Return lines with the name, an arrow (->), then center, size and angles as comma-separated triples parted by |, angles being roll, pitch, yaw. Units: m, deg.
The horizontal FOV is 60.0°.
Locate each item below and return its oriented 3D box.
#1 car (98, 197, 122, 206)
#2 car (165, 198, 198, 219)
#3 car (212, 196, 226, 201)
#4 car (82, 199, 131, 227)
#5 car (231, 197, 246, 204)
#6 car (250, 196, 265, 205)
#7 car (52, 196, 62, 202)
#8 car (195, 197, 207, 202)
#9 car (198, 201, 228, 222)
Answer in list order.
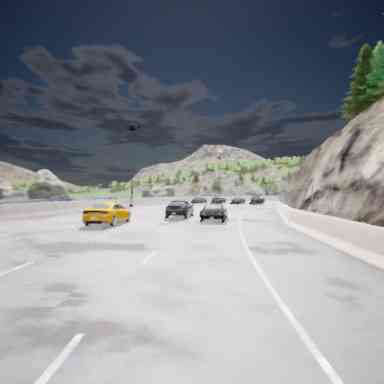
car -> -13.249, 1.465, 53.878 | 1.994, 1.385, 4.181 | 1, 0, 17
car -> -1.024, 1.498, 29.165 | 1.837, 1.490, 4.892 | 0, 0, 10
car -> 5.238, 1.546, 64.162 | 2.128, 1.511, 4.902 | 0, 0, 22
car -> -5.591, 1.429, 22.461 | 1.882, 1.535, 5.008 | 0, 0, 8
car -> 8.993, 1.653, 64.033 | 1.994, 1.385, 4.181 | 0, 0, 23
car -> 12.577, 1.474, 63.549 | 2.097, 1.767, 4.553 | 1, 0, 23
car -> -18.850, 1.185, 46.681 | 2.097, 1.767, 4.553 | 1, 0, 15
car -> 1.501, 1.585, 64.157 | 1.994, 1.385, 4.181 | 0, 0, 22
car -> 1.832, 1.620, 26.507 | 1.895, 1.301, 4.718 | 0, 0, 10
